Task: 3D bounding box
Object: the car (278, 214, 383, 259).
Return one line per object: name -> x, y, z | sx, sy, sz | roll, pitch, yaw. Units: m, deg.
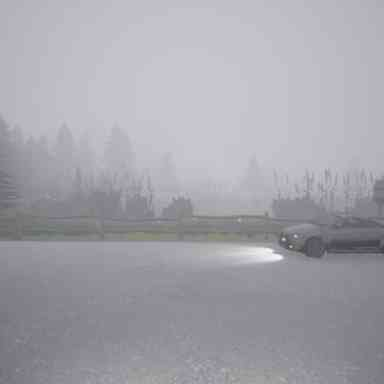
car -> 5.299, 1.526, 12.016 | 4.181, 1.385, 1.994 | 0, 0, -1
